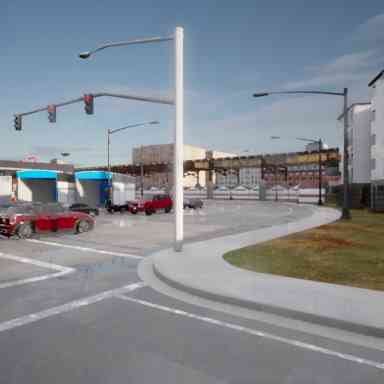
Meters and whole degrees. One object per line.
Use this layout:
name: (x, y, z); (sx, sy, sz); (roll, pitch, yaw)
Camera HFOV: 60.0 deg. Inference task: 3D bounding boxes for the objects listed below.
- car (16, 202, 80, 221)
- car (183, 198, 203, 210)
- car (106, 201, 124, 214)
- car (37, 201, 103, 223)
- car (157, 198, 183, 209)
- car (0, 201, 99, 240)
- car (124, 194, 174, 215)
car: (-12.295, 1.601, 28.661); (1.895, 1.301, 4.718); (0, 0, 37)
car: (0.119, 1.547, 44.101); (2.033, 1.411, 5.357); (0, 0, 16)
car: (-7.111, 1.601, 36.221); (1.895, 1.301, 4.718); (0, 0, 30)
car: (-9.592, 1.526, 26.479); (1.812, 1.442, 4.674); (0, 0, 36)
car: (-2.956, 1.547, 46.029); (2.033, 1.411, 5.357); (0, 0, 15)
car: (-7.455, 1.349, 17.328); (2.097, 1.767, 4.553); (0, 0, 40)
car: (-4.130, 1.221, 34.417); (2.150, 2.045, 5.566); (0, 0, 30)
